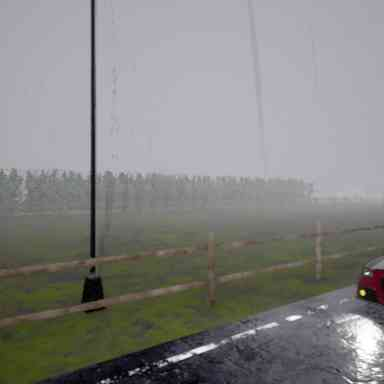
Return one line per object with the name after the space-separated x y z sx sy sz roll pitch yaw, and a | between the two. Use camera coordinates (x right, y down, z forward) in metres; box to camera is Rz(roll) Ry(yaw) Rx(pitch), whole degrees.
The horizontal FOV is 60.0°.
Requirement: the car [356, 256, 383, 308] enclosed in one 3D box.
5.215 1.560 6.792 4.181 1.385 1.994 0 0 -35 | car
